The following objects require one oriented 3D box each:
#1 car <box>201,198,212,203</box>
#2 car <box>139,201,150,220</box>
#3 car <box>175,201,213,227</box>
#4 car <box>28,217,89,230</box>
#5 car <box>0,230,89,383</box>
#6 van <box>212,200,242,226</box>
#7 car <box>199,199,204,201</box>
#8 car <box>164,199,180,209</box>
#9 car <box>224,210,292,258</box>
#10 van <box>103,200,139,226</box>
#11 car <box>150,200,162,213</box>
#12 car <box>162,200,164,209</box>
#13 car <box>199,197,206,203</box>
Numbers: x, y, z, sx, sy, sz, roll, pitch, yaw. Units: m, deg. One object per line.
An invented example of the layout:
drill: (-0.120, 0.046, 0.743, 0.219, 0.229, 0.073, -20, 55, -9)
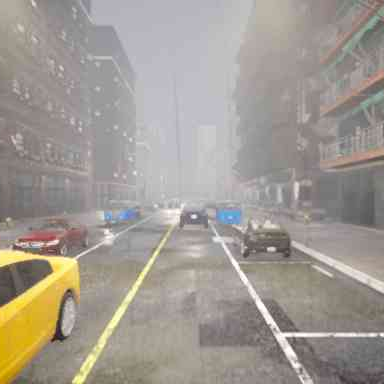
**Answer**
car: (2.637, 1.876, 47.023, 1.947, 1.339, 4.313, 1, 0, 0)
car: (-5.233, 1.740, 29.993, 1.887, 1.381, 4.507, 1, 0, 0)
car: (0.133, 1.659, 23.962, 2.163, 1.488, 4.792, 0, 0, 0)
car: (-5.267, 1.666, 12.980, 1.802, 1.307, 4.206, 1, 0, 0)
car: (-2.844, 1.502, 3.726, 1.882, 1.535, 5.008, 0, 0, 0)
van: (2.609, 1.499, 24.341, 1.690, 1.788, 3.998, 1, 0, 0)
car: (0.157, 1.874, 41.559, 1.895, 1.301, 4.718, 0, 0, 0)
car: (-2.684, 1.831, 50.869, 2.128, 1.511, 4.902, 0, -1, 0)
car: (2.592, 1.635, 12.998, 2.008, 1.369, 4.403, 1, 0, 0)
van: (-5.238, 1.499, 24.323, 1.690, 1.788, 3.998, 1, 0, 0)
car: (-5.218, 1.823, 41.334, 2.008, 1.369, 4.403, 1, 0, 0)
car: (-5.203, 1.894, 52.676, 1.887, 1.381, 4.507, 1, 0, 0)
car: (2.825, 2.169, 90.749, 1.887, 1.381, 4.507, 1, 0, 0)
